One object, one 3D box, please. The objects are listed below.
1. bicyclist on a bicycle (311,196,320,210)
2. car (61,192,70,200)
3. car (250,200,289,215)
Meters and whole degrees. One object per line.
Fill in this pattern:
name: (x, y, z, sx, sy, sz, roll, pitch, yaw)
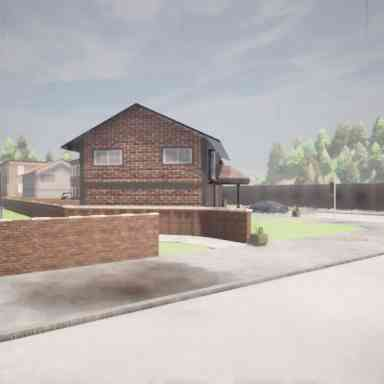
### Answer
bicyclist on a bicycle: (14.683, 1.348, 39.508, 1.656, 1.620, 0.582, 0, 0, -36)
car: (-14.083, 0.973, 38.794, 1.905, 1.878, 3.866, 0, 0, -35)
car: (7.970, 1.563, 34.458, 1.994, 1.385, 4.181, 0, 0, -35)
